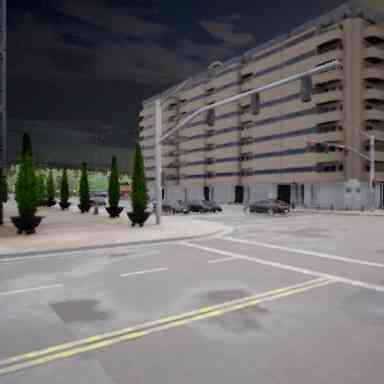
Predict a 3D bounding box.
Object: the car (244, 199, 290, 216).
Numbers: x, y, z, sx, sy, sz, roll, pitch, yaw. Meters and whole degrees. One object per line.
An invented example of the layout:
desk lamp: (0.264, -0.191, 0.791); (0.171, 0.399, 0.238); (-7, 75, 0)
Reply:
car: (7.100, 1.452, 31.940); (1.837, 1.490, 4.892); (0, 0, -35)

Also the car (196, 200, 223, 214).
car: (0.853, 1.494, 34.347); (2.033, 1.411, 5.357); (0, 0, -35)

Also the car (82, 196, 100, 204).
car: (-19.084, 1.509, 62.852); (1.994, 1.385, 4.181); (0, 0, -35)

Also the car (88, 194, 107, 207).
car: (-14.377, 1.422, 49.908); (1.882, 1.535, 5.008); (0, 0, -35)

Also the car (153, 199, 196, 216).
car: (-2.050, 1.450, 32.392); (1.837, 1.490, 4.892); (0, 0, -35)
